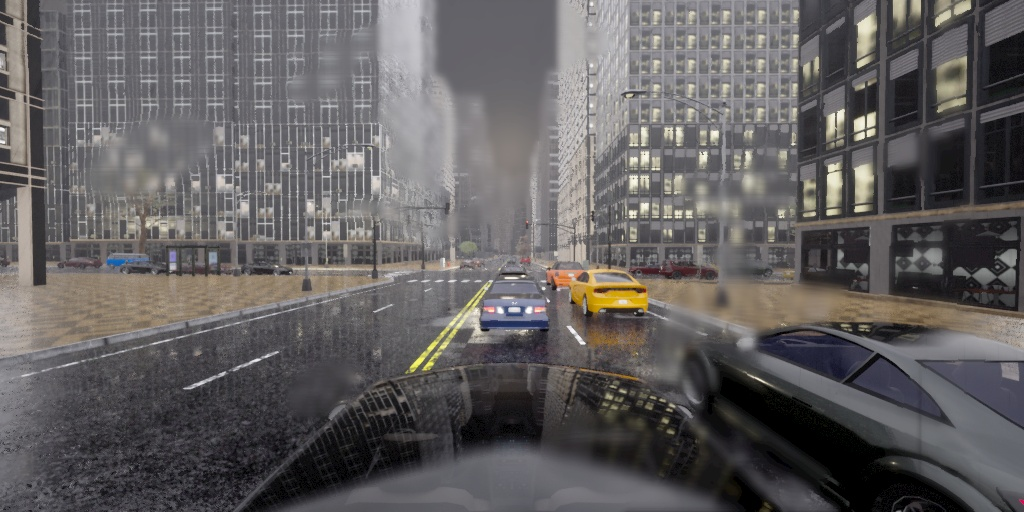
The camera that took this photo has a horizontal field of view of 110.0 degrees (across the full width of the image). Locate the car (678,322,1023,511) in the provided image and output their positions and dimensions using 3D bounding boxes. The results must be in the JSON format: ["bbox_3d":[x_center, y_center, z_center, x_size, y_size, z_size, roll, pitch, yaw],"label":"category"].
[{"bbox_3d":[3.337,1.313,3.400,1.994,1.385,4.181,0,0,1],"label":"car"}]

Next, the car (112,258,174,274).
[{"bbox_3d":[-34.157,1.067,33.678,4.313,1.339,1.948,0,0,1],"label":"car"}]

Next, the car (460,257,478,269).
[{"bbox_3d":[-6.692,1.275,54.351,1.994,1.385,4.181,0,0,0],"label":"car"}]

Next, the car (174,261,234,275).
[{"bbox_3d":[-28.476,1.136,33.515,4.207,1.307,1.802,0,0,1],"label":"car"}]

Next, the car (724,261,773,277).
[{"bbox_3d":[25.297,1.291,38.573,4.553,1.767,2.097,1,1,1],"label":"car"}]

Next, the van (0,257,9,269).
[{"bbox_3d":[-51.201,0.685,34.043,3.998,1.789,1.690,0,0,1],"label":"van"}]

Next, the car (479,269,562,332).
[{"bbox_3d":[0.084,1.293,10.827,2.033,1.411,5.357,0,0,1],"label":"car"}]

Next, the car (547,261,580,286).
[{"bbox_3d":[3.311,1.091,22.238,2.097,1.767,4.553,0,0,0],"label":"car"}]

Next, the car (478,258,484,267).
[{"bbox_3d":[-6.680,1.051,64.352,2.097,1.767,4.553,0,0,0],"label":"car"}]

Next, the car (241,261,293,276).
[{"bbox_3d":[-22.791,1.172,33.393,4.313,1.339,1.948,0,0,1],"label":"car"}]

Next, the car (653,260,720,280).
[{"bbox_3d":[16.135,1.267,32.940,5.009,1.841,2.192,0,0,1],"label":"car"}]

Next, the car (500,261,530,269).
[{"bbox_3d":[0.065,1.231,20.579,2.128,1.511,4.902,0,0,0],"label":"car"}]

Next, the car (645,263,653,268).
[{"bbox_3d":[15.009,1.448,38.766,4.718,1.301,1.895,1,1,2],"label":"car"}]

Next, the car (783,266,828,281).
[{"bbox_3d":[27.583,1.576,32.765,4.829,1.417,1.751,0,0,1],"label":"car"}]

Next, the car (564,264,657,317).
[{"bbox_3d":[3.328,1.222,13.233,1.882,1.535,5.008,0,0,0],"label":"car"}]

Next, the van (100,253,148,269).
[{"bbox_3d":[-45.364,0.602,42.317,3.998,1.789,1.690,0,0,1],"label":"van"}]
